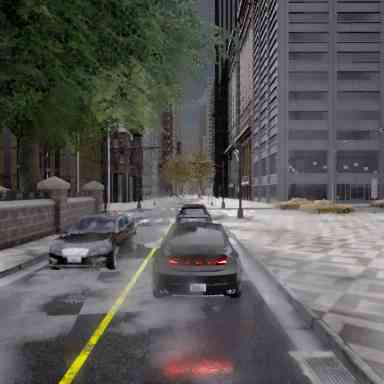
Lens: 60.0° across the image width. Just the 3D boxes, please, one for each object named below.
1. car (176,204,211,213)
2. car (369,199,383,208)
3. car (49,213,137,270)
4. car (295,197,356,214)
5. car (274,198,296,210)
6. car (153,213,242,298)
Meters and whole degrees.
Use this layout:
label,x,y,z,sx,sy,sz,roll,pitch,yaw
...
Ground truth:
label,x,y,z,sx,sy,sz,roll,pitch,yaw
car,0.098,1.441,18.651,2.033,1.649,4.856,0,0,1
car,23.445,1.145,39.043,4.829,1.417,1.752,-1,1,0
car,-3.051,1.498,11.115,2.128,1.511,4.902,0,0,0
car,12.407,1.342,30.579,4.829,1.417,1.752,-1,1,0
car,12.104,1.330,39.106,4.829,1.417,1.752,-1,1,0
car,0.113,1.508,8.521,1.837,1.490,4.892,0,0,0
